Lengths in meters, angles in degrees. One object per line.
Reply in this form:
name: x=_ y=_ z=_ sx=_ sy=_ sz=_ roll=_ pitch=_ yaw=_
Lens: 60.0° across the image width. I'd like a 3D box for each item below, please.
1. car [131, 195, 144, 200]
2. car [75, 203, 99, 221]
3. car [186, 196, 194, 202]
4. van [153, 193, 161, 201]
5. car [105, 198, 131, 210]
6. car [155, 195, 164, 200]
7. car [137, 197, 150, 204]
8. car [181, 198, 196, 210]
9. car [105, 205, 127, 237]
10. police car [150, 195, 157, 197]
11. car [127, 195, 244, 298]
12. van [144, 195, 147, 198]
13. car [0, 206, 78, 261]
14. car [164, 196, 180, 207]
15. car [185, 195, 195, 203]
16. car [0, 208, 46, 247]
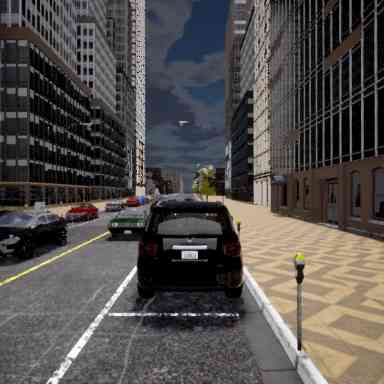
car: x=-8.833 y=1.523 z=49.953 sx=1.887 sy=1.381 sz=4.507 roll=0 pitch=0 yaw=0
car: x=-8.832 y=1.575 z=27.183 sx=1.802 sy=1.307 sz=4.206 roll=0 pitch=0 yaw=0
car: x=-0.452 y=1.533 z=78.399 sx=1.802 sy=1.307 sz=4.206 roll=0 pitch=0 yaw=0
van: x=-8.831 y=1.286 z=84.106 sx=1.690 sy=1.788 sz=3.998 roll=0 pitch=0 yaw=0
car: x=-8.833 y=1.537 z=38.569 sx=2.008 sy=1.369 sz=4.403 roll=0 pitch=0 yaw=0
car: x=-8.833 y=1.504 z=89.799 sx=1.947 sy=1.339 sz=4.313 roll=0 pitch=0 yaw=0
car: x=-8.833 y=1.551 z=61.338 sx=1.802 sy=1.307 sz=4.206 roll=0 pitch=0 yaw=0
car: x=-0.452 y=1.548 z=44.248 sx=1.947 sy=1.339 sz=4.313 roll=0 pitch=0 yaw=0
car: x=-3.044 y=1.598 z=17.966 sx=1.895 sy=1.301 sz=4.718 roll=0 pitch=0 yaw=0
police car: x=-3.146 y=1.413 z=35.185 sx=1.930 sy=1.638 sz=5.238 roll=0 pitch=0 yaw=0
car: x=-0.039 y=1.227 z=8.679 sx=2.150 sy=2.045 sz=5.566 roll=0 pitch=0 yaw=0
van: x=-8.832 y=1.315 z=55.645 sx=1.690 sy=1.788 sz=3.998 roll=0 pitch=0 yaw=0
car: x=-6.247 y=1.490 z=12.378 sx=2.128 sy=1.511 sz=4.902 roll=0 pitch=0 yaw=0
car: x=-3.046 y=1.469 z=50.783 sx=2.128 sy=1.511 sz=4.902 roll=0 pitch=0 yaw=0
car: x=-0.451 y=1.403 z=67.015 sx=1.967 sy=1.590 sz=4.097 roll=0 pitch=0 yaw=0
car: x=-8.833 y=1.564 z=15.800 sx=1.947 sy=1.339 sz=4.313 roll=0 pitch=0 yaw=0
